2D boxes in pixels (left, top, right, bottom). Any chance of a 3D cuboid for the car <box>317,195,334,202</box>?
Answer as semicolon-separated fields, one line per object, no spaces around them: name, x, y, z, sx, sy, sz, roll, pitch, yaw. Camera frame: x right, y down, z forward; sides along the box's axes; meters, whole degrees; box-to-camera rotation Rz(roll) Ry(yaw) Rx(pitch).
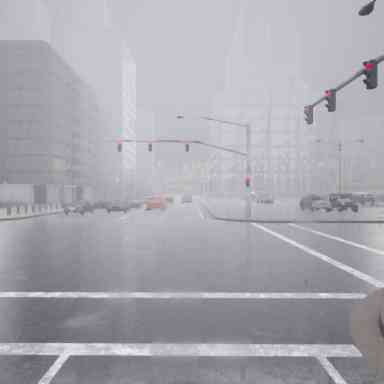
car;27.361;1.364;68.243;1.784;1.438;3.905;0;0;0

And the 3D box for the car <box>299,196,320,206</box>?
car;18.731;1.395;53.123;1.970;1.475;3.806;0;0;0

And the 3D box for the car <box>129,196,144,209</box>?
car;-8.034;1.352;45.393;2.097;1.767;4.553;0;0;0

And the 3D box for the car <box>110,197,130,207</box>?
car;-11.576;1.547;53.905;2.033;1.411;5.357;0;0;0

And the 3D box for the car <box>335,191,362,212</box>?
car;16.064;1.156;35.650;1.905;1.878;3.866;0;0;0

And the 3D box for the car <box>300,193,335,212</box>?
car;13.169;1.153;35.698;1.932;1.855;4.605;0;0;0

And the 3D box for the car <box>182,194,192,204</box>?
car;-1.051;1.601;65.624;1.895;1.301;4.718;0;0;0

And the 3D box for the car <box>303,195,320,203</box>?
car;24.466;1.395;68.238;1.970;1.475;3.806;0;0;0

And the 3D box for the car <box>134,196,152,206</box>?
car;-8.080;1.491;55.277;2.128;1.511;4.902;0;0;0

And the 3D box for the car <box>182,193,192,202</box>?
car;-1.101;1.181;74.352;2.097;1.767;4.553;0;0;0

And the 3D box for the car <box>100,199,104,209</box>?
car;-11.524;1.601;43.365;1.895;1.301;4.718;0;0;0

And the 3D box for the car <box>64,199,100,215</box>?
car;-11.471;1.492;34.097;2.128;1.511;4.902;0;0;0

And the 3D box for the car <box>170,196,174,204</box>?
car;-4.444;1.504;64.263;1.837;1.490;4.892;0;0;0

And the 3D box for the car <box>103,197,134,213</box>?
car;-7.986;1.564;36.691;1.994;1.385;4.181;0;0;0

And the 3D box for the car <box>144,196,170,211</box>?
car;-4.329;1.352;41.544;2.097;1.767;4.553;0;0;0
